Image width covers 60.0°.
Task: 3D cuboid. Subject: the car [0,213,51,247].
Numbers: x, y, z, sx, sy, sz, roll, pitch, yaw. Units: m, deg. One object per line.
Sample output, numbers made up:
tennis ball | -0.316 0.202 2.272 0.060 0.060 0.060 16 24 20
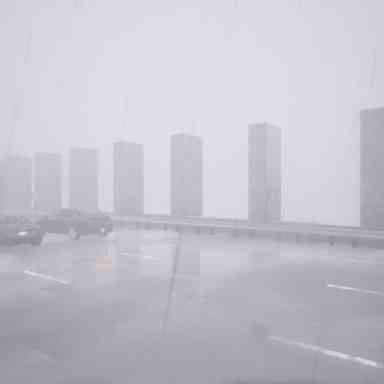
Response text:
car | -8.150 1.570 14.014 4.181 1.385 1.994 0 0 36

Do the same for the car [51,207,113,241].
car | -6.088 1.514 16.842 4.892 1.490 1.837 0 0 36
